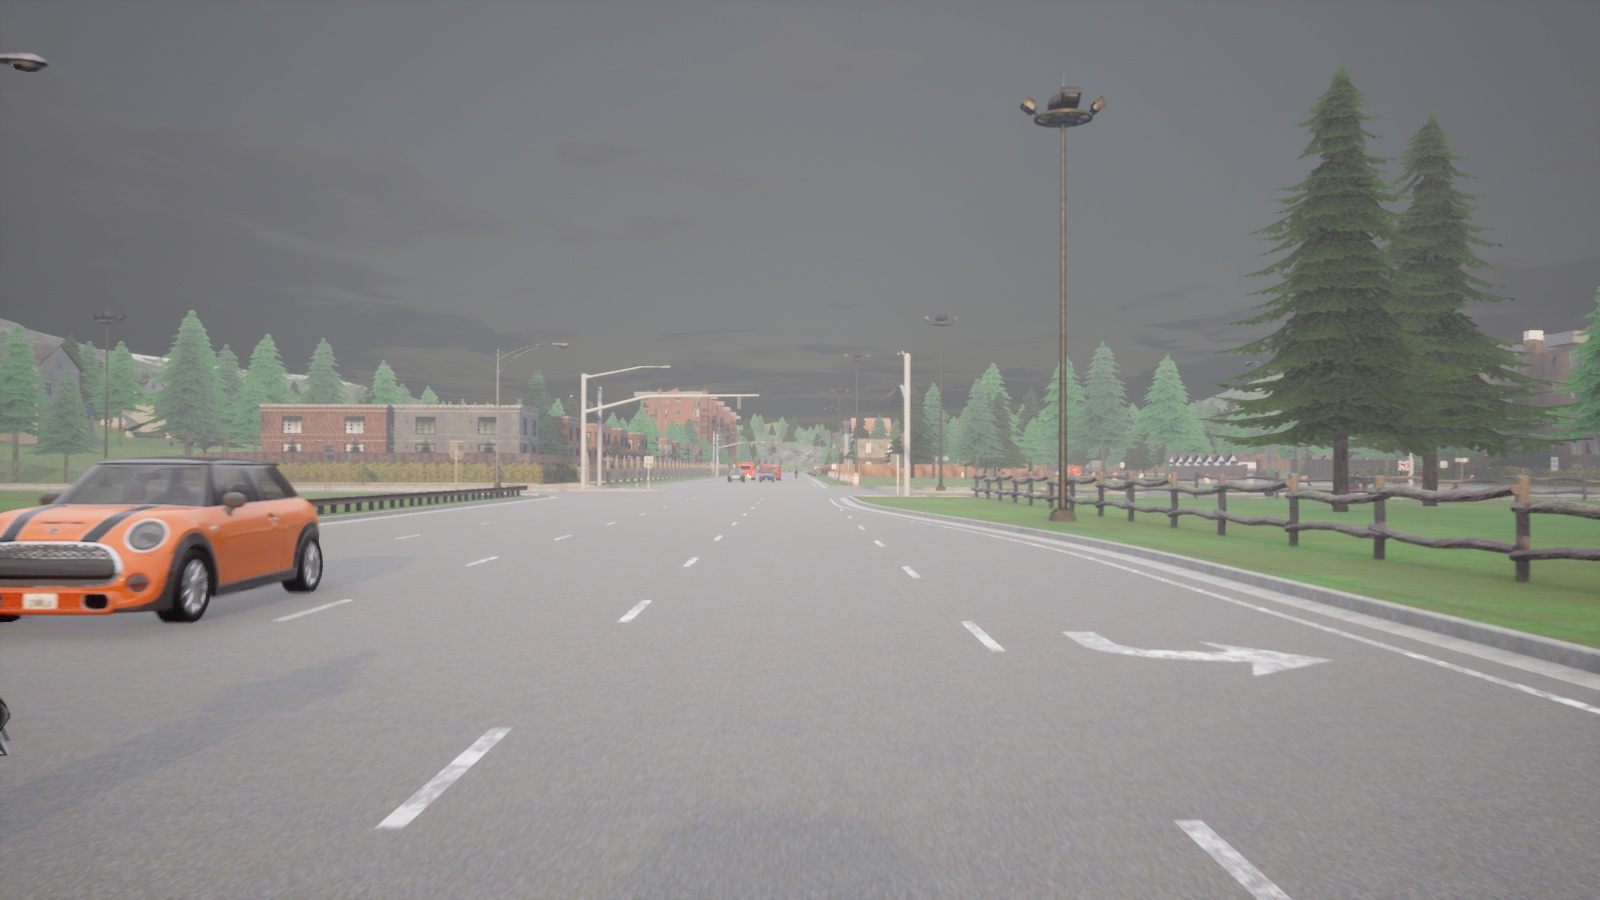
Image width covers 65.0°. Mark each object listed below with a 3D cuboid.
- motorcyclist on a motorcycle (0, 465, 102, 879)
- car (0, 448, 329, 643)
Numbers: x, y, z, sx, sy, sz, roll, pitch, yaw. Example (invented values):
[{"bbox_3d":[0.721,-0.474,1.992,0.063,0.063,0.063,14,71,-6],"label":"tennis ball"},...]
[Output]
[{"bbox_3d":[-3.509,0.850,4.617,0.866,1.590,1.817,0,-1,0],"label":"motorcyclist on a motorcycle"},{"bbox_3d":[-7.038,0.907,13.713,2.097,1.767,4.553,0,-1,0],"label":"car"}]
